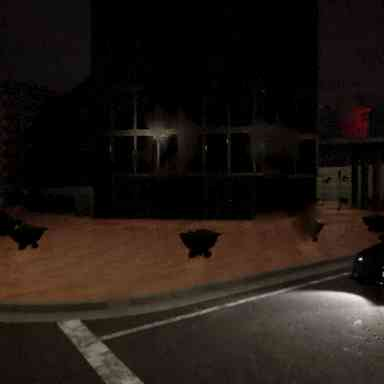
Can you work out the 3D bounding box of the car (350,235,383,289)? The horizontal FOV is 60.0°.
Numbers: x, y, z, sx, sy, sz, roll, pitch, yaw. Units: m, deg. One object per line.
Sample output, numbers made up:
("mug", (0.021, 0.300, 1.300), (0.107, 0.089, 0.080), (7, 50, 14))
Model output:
("car", (5.705, 1.547, 8.050), (4.181, 1.385, 1.994), (0, 0, -36))
